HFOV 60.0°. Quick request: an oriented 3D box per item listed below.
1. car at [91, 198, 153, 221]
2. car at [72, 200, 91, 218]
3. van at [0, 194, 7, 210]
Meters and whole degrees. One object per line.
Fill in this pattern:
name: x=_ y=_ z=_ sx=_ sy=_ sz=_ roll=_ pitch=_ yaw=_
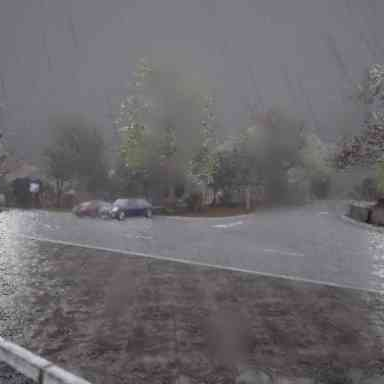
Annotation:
car: x=-5.198 y=1.252 z=26.310 sx=2.185 sy=1.767 sz=4.553 roll=0 pitch=0 yaw=35
car: x=-7.821 y=1.408 z=28.092 sx=2.002 sy=1.452 sz=4.674 roll=0 pitch=0 yaw=35
van: x=-24.902 y=1.209 z=39.957 sx=1.878 sy=1.987 sz=4.442 roll=-1 pitch=-1 yaw=35
